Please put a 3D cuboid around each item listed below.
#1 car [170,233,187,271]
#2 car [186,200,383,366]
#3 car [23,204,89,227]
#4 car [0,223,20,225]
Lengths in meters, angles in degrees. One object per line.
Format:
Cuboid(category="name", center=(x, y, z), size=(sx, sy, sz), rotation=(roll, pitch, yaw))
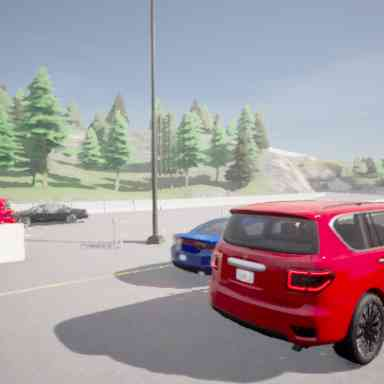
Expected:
Cuboid(category="car", center=(1.737, 1.405, 9.574), size=(5.008, 1.535, 1.882), rotation=(-1, 0, -38))
Cuboid(category="car", center=(2.829, 1.158, 5.979), size=(5.566, 2.045, 2.150), rotation=(-1, 0, -37))
Cuboid(category="car", center=(-9.912, 1.528, 22.876), size=(5.357, 1.411, 2.033), rotation=(-1, 0, -37))
Cuboid(category="car", center=(-10.399, 1.261, 13.806), size=(5.566, 2.045, 2.150), rotation=(-1, 0, -36))
